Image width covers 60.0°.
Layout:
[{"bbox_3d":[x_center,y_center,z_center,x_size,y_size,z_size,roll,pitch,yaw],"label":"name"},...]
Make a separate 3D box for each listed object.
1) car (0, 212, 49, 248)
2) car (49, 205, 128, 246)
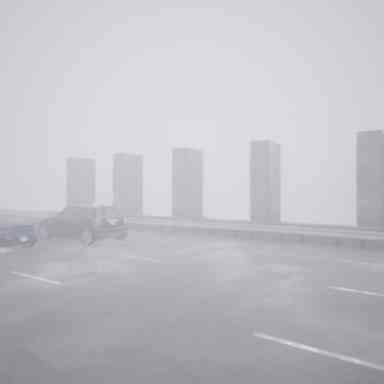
[{"bbox_3d":[-8.150,1.555,13.448,4.674,1.442,1.812,0,0,32],"label":"car"},{"bbox_3d":[-5.261,1.391,15.770,4.553,1.767,2.097,0,0,33],"label":"car"}]
